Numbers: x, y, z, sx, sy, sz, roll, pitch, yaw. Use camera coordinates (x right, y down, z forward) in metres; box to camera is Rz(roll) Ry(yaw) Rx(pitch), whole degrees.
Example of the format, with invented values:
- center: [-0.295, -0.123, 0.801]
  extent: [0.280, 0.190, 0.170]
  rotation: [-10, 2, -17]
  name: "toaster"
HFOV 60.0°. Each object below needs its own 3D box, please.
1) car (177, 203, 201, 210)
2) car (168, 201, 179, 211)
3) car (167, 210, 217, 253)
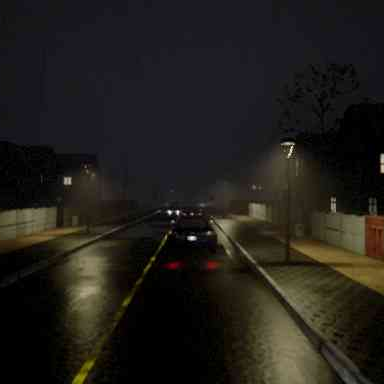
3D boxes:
- center: [0.005, 1.860, 28.992]
  extent: [2.033, 1.411, 5.357]
  rotation: [0, -1, 0]
  name: "car"
- center: [-2.744, 2.194, 52.751]
  extent: [2.033, 1.411, 5.357]
  rotation: [0, -1, 0]
  name: "car"
- center: [0.008, 1.698, 14.312]
  extent: [1.994, 1.385, 4.181]
  rotation: [0, -1, 0]
  name: "car"
